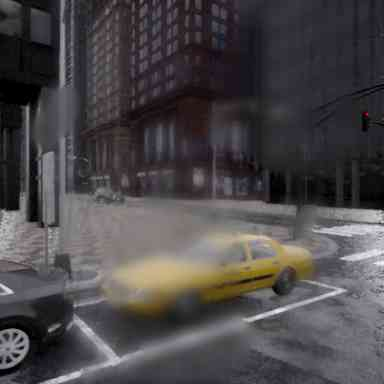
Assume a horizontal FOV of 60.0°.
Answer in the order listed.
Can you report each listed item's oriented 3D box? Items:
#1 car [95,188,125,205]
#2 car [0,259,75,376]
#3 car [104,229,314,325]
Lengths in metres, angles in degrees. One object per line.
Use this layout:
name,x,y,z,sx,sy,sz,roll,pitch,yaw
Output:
car,-10.458,0.480,42.216,2.150,2.045,5.566,0,1,-36
car,-3.729,1.551,3.983,4.403,1.369,2.008,0,0,-36
car,0.611,1.521,7.099,4.829,1.417,1.752,0,0,-36
